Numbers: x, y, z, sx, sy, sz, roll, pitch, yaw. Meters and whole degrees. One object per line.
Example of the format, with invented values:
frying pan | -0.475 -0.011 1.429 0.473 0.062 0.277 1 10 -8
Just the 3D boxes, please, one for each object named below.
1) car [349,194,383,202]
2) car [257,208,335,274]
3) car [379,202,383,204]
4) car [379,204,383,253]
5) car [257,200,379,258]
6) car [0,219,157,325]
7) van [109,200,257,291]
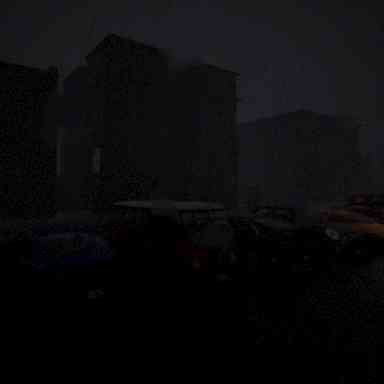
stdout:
car | 10.639 1.128 16.996 2.435 2.045 5.566 0 0 -35
car | 1.563 1.443 10.552 2.231 1.521 4.892 0 0 -35
car | 8.354 1.395 15.409 2.097 1.535 5.008 0 0 -35
car | 6.199 1.408 13.637 1.946 1.575 5.366 0 0 -35
car | 3.908 1.300 12.270 2.185 1.767 4.553 0 0 -35
car | -2.971 1.471 7.320 2.097 1.535 5.008 0 0 -35
van | -0.641 1.231 8.845 1.878 1.987 4.442 0 0 -35
